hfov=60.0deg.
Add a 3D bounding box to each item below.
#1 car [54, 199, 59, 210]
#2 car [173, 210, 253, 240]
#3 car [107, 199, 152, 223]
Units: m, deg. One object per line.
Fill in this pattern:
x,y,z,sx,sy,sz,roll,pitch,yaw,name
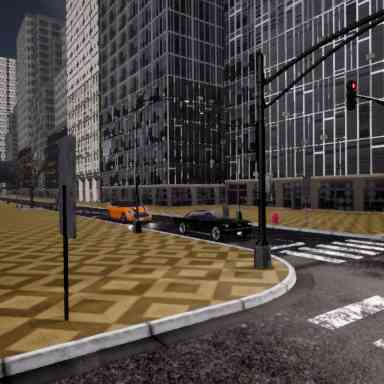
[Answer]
-16.012,1.582,41.852,1.837,1.490,4.892,-1,0,-35,car
0.977,1.640,17.534,1.895,1.301,4.718,-1,0,-35,car
-4.956,1.404,25.992,2.097,1.767,4.553,-1,0,-35,car
